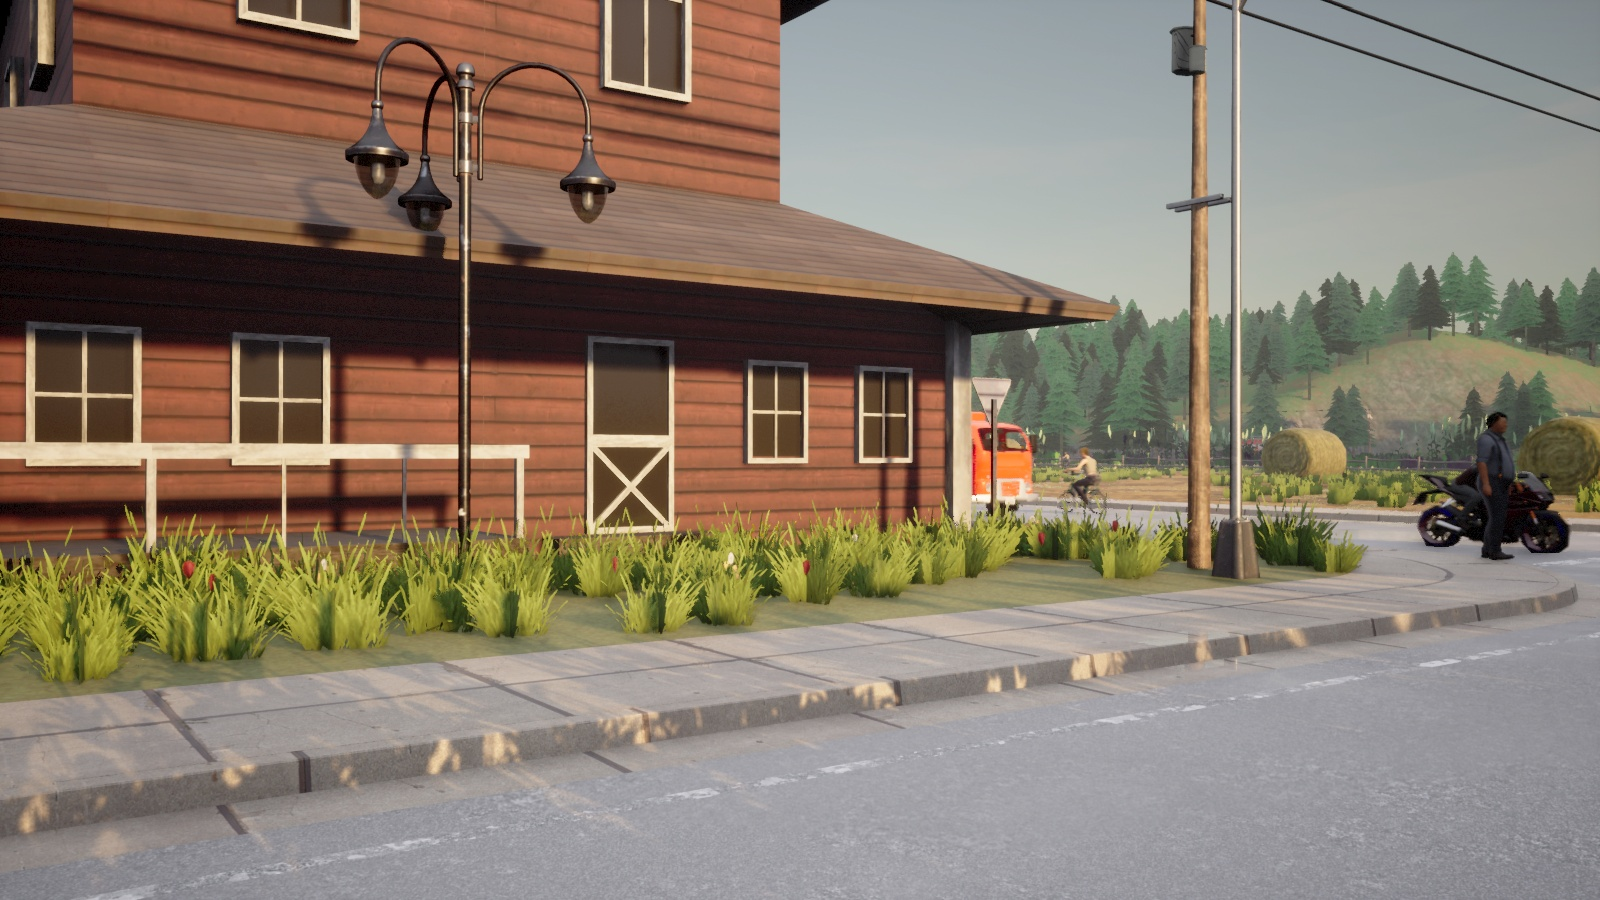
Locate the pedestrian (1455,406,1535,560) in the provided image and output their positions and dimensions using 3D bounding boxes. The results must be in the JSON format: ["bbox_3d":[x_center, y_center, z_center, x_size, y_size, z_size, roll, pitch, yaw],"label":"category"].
[{"bbox_3d":[8.581,0.400,15.511,0.540,1.848,0.694,0,0,-34],"label":"pedestrian"}]

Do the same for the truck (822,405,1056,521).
[{"bbox_3d":[3.135,0.305,29.441,2.627,2.467,5.204,0,-1,-36],"label":"truck"}]

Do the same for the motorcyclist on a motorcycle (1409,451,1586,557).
[{"bbox_3d":[10.573,0.777,19.114,0.866,1.530,2.191,0,0,-36],"label":"motorcyclist on a motorcycle"}]

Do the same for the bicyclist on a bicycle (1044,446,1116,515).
[{"bbox_3d":[6.763,0.715,30.378,0.866,1.612,1.509,0,0,-35],"label":"bicyclist on a bicycle"}]
